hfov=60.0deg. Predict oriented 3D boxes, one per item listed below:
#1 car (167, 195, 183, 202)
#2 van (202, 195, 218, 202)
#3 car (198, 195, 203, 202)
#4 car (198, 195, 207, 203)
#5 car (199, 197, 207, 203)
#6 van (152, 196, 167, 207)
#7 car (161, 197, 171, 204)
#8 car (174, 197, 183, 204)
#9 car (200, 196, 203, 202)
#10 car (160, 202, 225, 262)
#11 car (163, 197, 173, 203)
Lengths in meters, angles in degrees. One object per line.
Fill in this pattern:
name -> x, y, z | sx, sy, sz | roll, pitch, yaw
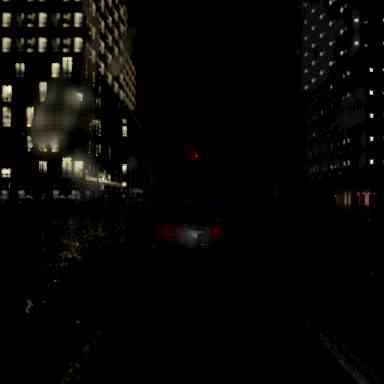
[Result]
car -> -3.165, 1.486, 58.851 | 2.150, 2.045, 5.566 | 0, 0, 1
van -> 2.653, 1.550, 46.049 | 1.690, 1.788, 3.998 | 0, 0, 0
car -> 2.624, 1.648, 73.741 | 2.192, 1.841, 5.009 | 0, 0, 0
car -> 2.658, 1.696, 84.820 | 2.192, 1.841, 5.009 | 0, 0, 0
car -> 2.640, 1.902, 79.279 | 1.887, 1.381, 4.507 | 0, 0, 0
van -> -5.807, 1.600, 57.148 | 1.690, 1.788, 3.998 | 0, 0, 0
car -> -5.757, 1.898, 73.765 | 1.947, 1.339, 4.313 | 0, 0, 0
car -> -3.069, 1.852, 74.210 | 1.812, 1.442, 4.674 | 0, 0, 0
car -> 2.579, 1.779, 51.586 | 1.887, 1.381, 4.507 | 0, 0, 0
car -> 0.042, 1.411, 12.561 | 2.097, 1.767, 4.553 | 0, 0, 0
car -> -5.740, 1.908, 79.304 | 2.008, 1.369, 4.403 | 0, 0, 0
